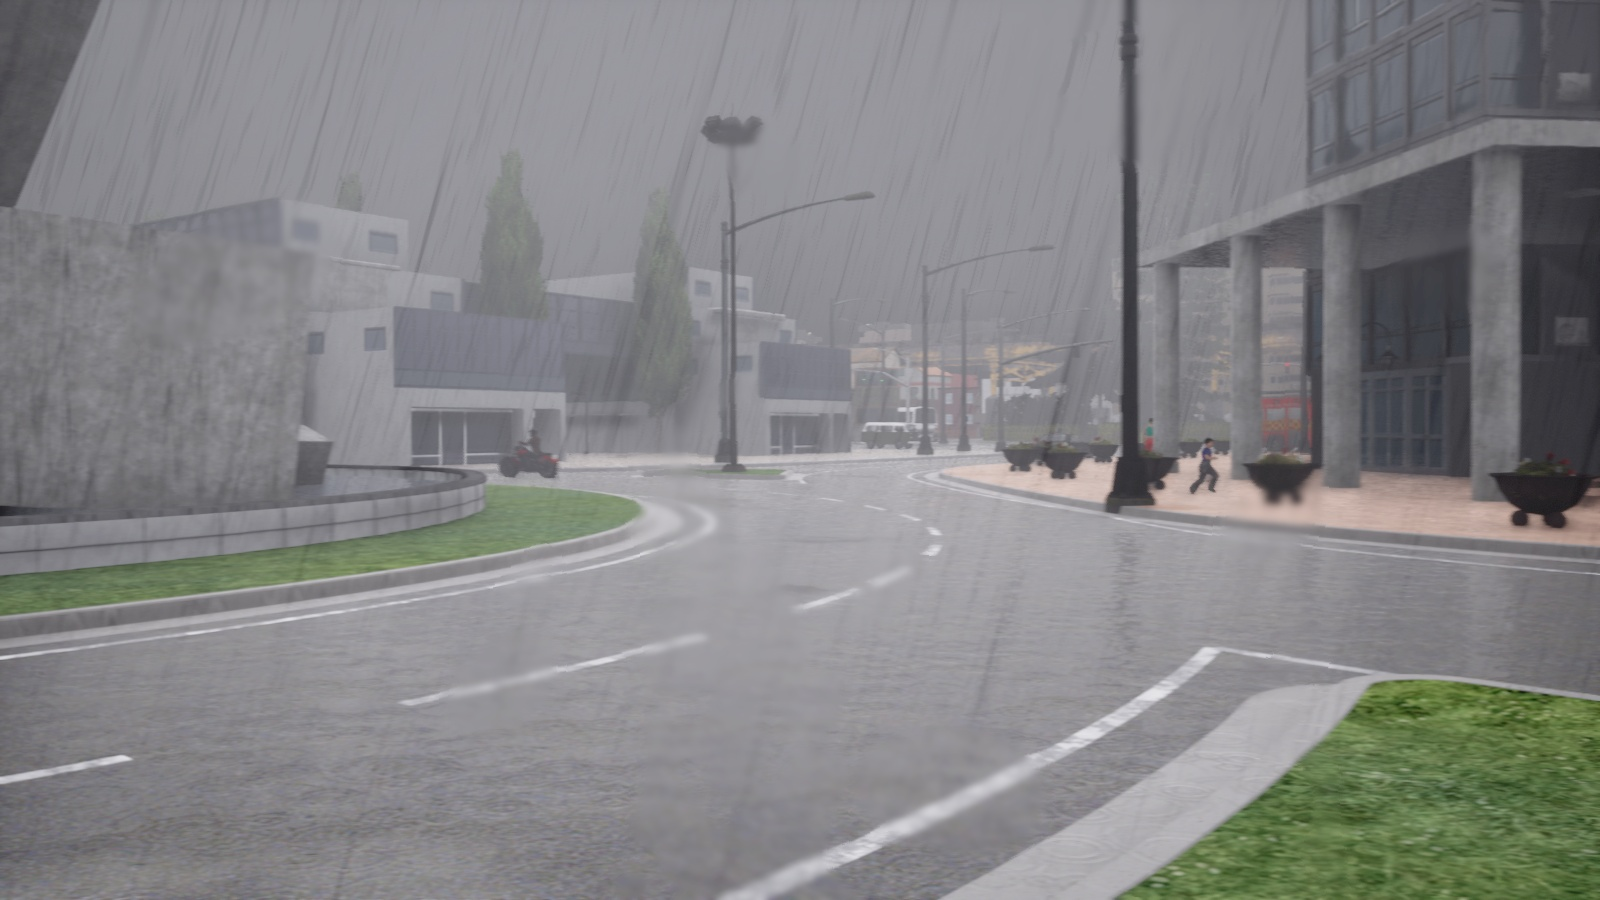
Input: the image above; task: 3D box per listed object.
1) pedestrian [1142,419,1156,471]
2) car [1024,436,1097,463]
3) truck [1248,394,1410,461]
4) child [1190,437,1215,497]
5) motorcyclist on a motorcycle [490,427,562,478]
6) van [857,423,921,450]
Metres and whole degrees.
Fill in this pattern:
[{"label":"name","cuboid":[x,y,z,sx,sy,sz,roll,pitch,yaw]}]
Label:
[{"label":"pedestrian","cuboid":[12.367,-0.184,44.494,0.345,1.836,0.594,1,1,28]},{"label":"car","cuboid":[13.074,-0.056,62.784,1.895,1.301,4.718,1,1,34]},{"label":"truck","cuboid":[31.517,-1.392,75.004,8.468,3.827,2.891,1,1,34]},{"label":"child","cuboid":[8.567,0.360,26.728,0.437,1.263,0.270,1,1,43]},{"label":"motorcyclist on a motorcycle","cuboid":[-8.990,0.069,41.161,2.350,1.649,0.766,1,1,29]},{"label":"van","cuboid":[6.785,-1.047,95.843,4.480,2.038,2.069,1,1,34]}]
